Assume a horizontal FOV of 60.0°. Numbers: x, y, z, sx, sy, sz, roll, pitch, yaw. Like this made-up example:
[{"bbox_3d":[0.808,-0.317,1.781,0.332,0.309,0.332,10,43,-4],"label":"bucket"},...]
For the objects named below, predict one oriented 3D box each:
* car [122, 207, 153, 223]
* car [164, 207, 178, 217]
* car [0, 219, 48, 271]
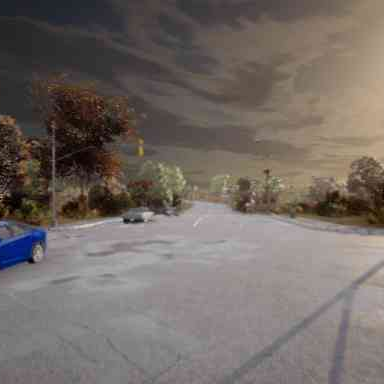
[{"bbox_3d":[-4.788,2.050,29.702,1.895,1.301,4.718,-1,-2,4],"label":"car"},{"bbox_3d":[-3.244,3.116,52.470,2.128,1.511,4.902,-1,-4,4],"label":"car"},{"bbox_3d":[-6.142,1.623,9.702,1.882,1.535,5.008,-1,-1,4],"label":"car"}]
